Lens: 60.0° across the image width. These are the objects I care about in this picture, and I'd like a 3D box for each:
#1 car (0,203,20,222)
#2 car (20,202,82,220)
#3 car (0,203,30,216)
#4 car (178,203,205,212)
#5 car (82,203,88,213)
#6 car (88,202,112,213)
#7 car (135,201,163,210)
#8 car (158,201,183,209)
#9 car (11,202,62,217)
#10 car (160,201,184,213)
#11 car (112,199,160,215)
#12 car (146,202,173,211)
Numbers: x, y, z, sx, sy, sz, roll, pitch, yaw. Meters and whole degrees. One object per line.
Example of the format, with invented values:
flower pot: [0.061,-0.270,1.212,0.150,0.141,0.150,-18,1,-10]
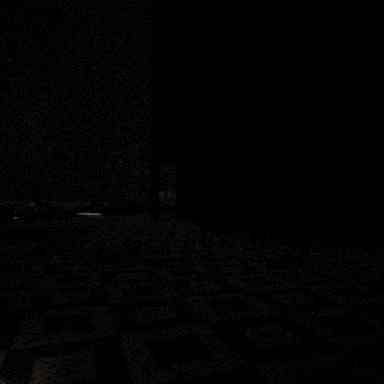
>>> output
car: [-16.416,1.774,26.162,1.947,1.339,4.313,-1,-2,35]
car: [-13.044,1.823,30.897,1.752,1.417,4.829,-1,-2,35]
car: [-20.080,1.841,35.711,2.008,1.369,4.403,-1,-1,35]
car: [-0.040,2.245,49.149,1.802,1.307,4.206,-1,-2,36]
car: [-13.532,2.015,44.904,1.887,1.381,4.507,-1,-2,35]
car: [-10.884,2.011,43.995,1.812,1.442,4.674,0,-1,35]
car: [-6.983,2.208,54.096,2.008,1.369,4.403,-1,-2,35]
car: [-3.709,2.304,58.692,2.008,1.369,4.403,-1,-2,35]
car: [-16.666,1.851,35.897,1.812,1.442,4.674,0,-1,36]
car: [-3.319,2.113,44.548,1.887,1.381,4.507,-1,-2,35]
car: [-6.594,1.790,39.958,2.192,1.841,5.009,-1,-2,35]
car: [-5.030,2.216,52.150,1.994,1.385,4.181,0,-1,37]
